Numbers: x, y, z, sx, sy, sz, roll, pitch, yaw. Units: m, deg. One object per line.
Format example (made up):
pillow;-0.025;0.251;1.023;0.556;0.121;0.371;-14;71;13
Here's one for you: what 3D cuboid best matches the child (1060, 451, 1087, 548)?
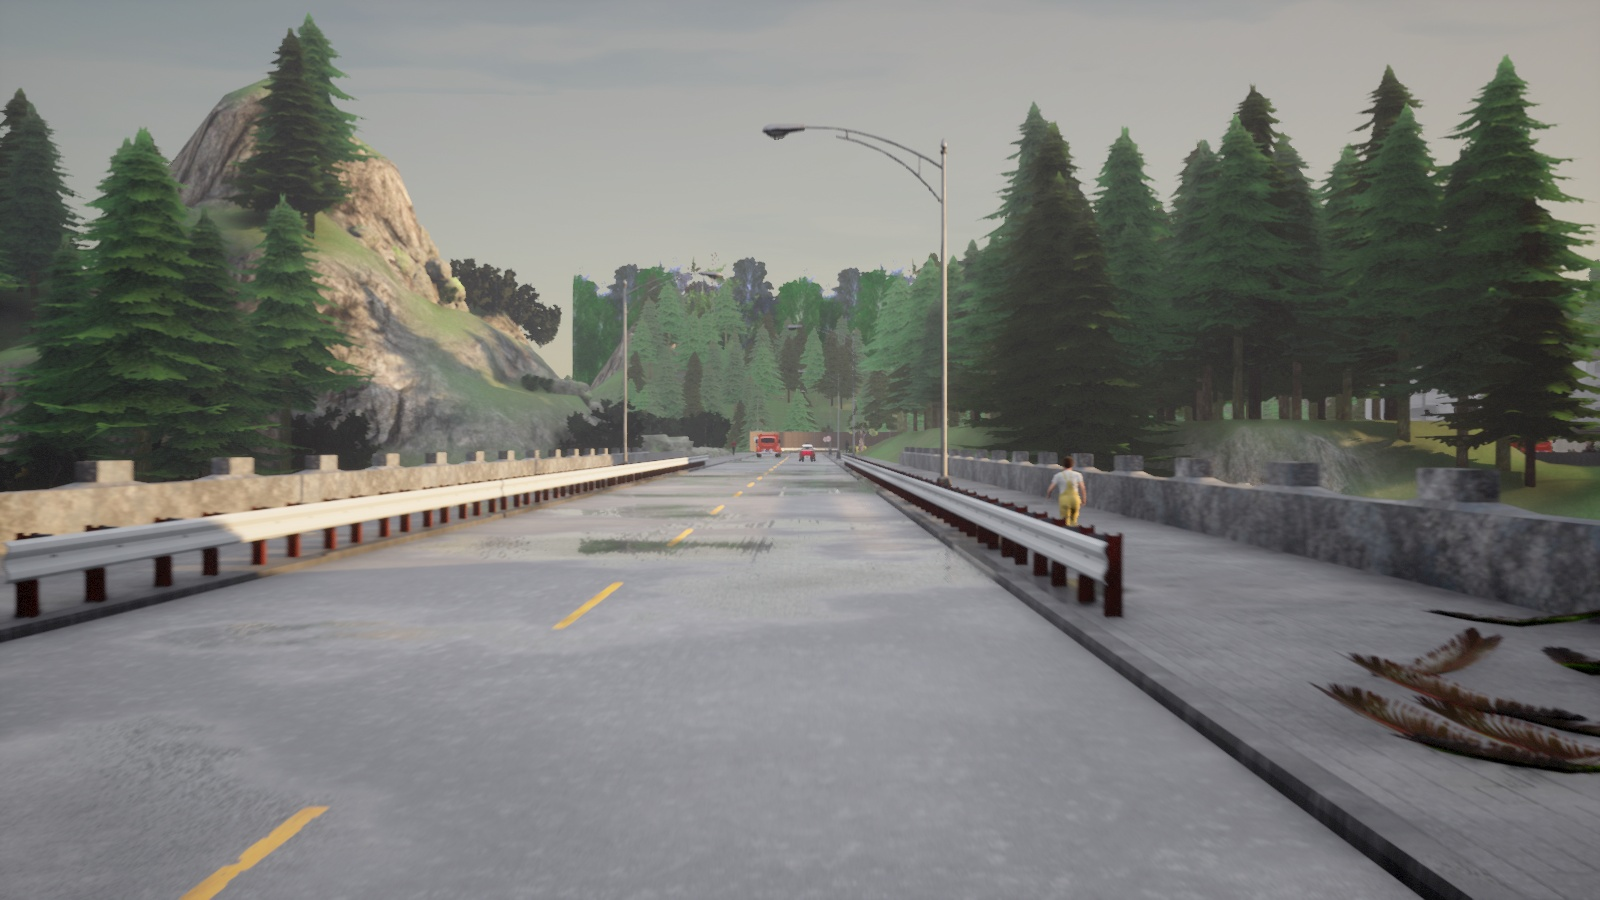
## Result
child;3.605;0.647;16.561;0.270;1.263;0.437;0;0;2
